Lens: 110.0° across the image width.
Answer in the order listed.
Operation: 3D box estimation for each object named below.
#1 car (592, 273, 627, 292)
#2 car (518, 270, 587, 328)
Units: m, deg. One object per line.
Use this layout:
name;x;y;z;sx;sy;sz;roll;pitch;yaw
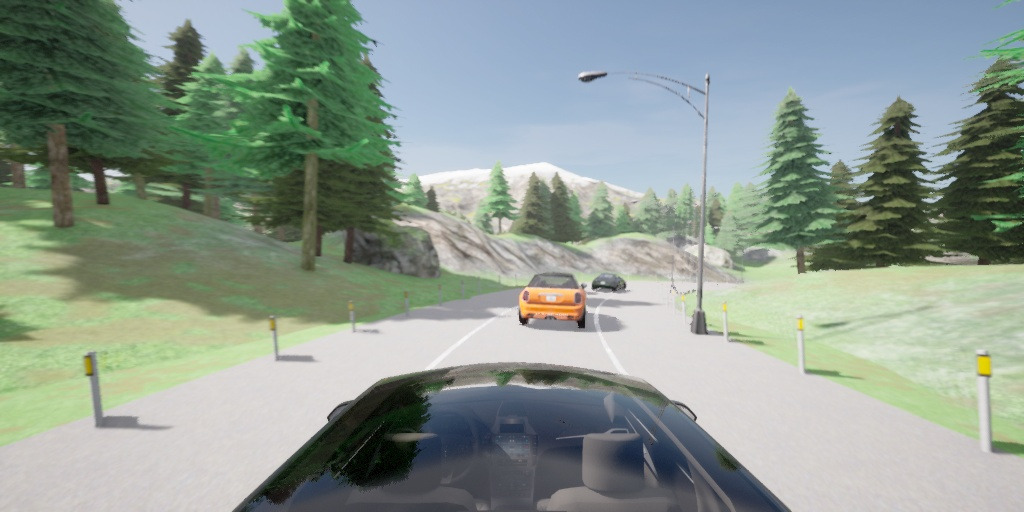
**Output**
car;7.955;2.093;29.147;1.994;1.385;4.181;2;-1;30
car;1.583;1.350;12.859;2.097;1.767;4.553;1;-1;11
